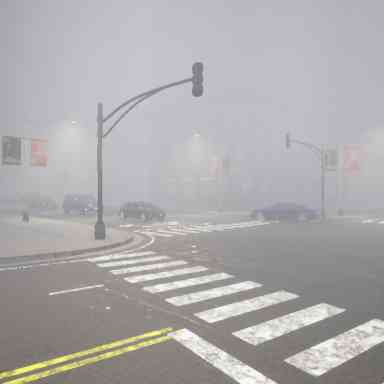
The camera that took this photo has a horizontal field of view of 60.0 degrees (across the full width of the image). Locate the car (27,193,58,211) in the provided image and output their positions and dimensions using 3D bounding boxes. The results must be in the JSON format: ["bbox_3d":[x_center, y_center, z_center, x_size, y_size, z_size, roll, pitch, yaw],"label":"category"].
[{"bbox_3d":[-18.109,1.333,40.569,2.097,1.767,4.553,0,0,-45],"label":"car"}]

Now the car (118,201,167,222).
[{"bbox_3d":[-4.013,1.495,26.412,1.837,1.490,4.892,0,0,-44],"label":"car"}]

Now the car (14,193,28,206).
[{"bbox_3d":[-26.039,1.198,53.402,5.566,2.045,2.150,0,0,45],"label":"car"}]

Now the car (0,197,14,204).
[{"bbox_3d":[-33.616,1.531,61.001,1.994,1.385,4.181,0,0,-45],"label":"car"}]

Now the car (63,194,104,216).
[{"bbox_3d":[-11.021,1.207,33.446,2.150,2.045,5.566,0,0,-45],"label":"car"}]

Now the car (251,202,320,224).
[{"bbox_3d":[6.964,1.481,25.006,5.008,1.535,1.882,0,2,27],"label":"car"}]
